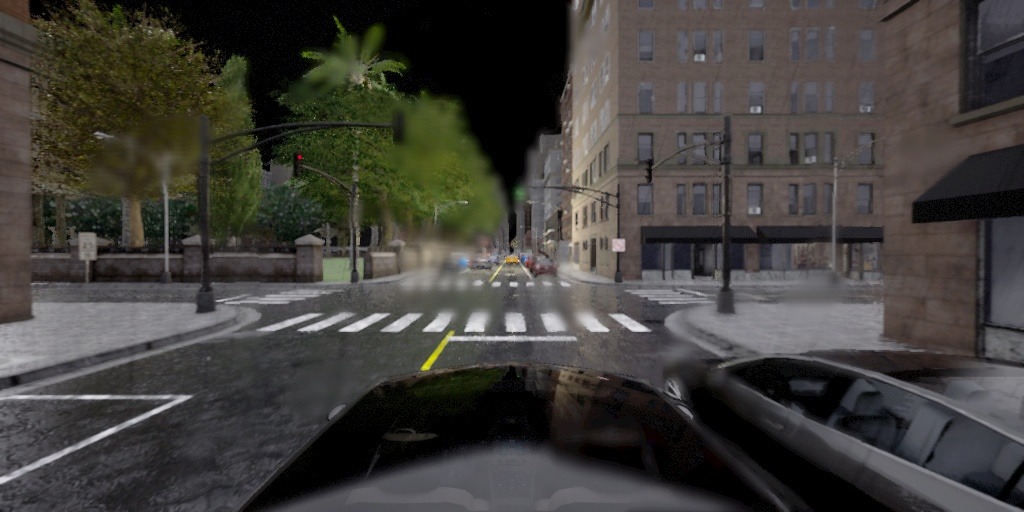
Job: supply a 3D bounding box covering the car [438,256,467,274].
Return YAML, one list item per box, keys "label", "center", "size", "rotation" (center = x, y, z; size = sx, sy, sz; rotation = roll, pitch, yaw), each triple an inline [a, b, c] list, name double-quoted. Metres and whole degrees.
- label: "car"
  center: [-5.859, 0.936, 34.503]
  size: [1.948, 1.339, 4.313]
  rotation: [0, 0, 0]

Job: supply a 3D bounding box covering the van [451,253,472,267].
- label: "van"
  center: [-5.859, 0.649, 39.909]
  size: [1.690, 1.789, 3.998]
  rotation: [0, 0, 0]

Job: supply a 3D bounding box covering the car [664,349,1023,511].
- label: "car"
  center: [2.668, 1.306, 2.515]
  size: [1.948, 1.339, 4.313]
  rotation: [0, 0, 0]

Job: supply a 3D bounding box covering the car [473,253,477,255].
- label: "car"
  center: [-5.860, 0.685, 45.317]
  size: [1.967, 1.591, 4.097]
  rotation: [0, 0, 0]

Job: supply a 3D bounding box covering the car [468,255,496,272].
- label: "car"
  center: [-3.086, 0.897, 37.681]
  size: [1.994, 1.385, 4.181]
  rotation: [0, 1, 0]

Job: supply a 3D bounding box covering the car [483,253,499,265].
- label: "car"
  center: [-3.042, 0.650, 55.771]
  size: [1.812, 1.442, 4.674]
  rotation: [0, 1, 1]

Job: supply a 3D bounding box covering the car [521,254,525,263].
- label: "car"
  center: [2.666, 0.765, 50.710]
  size: [1.802, 1.307, 4.207]
  rotation: [0, 0, 0]

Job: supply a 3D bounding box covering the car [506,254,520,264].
- label: "car"
  center: [-0.002, 0.557, 59.662]
  size: [1.882, 1.535, 5.008]
  rotation: [0, 1, 0]

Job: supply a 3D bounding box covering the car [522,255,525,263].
- label: "car"
  center: [2.666, 0.791, 45.302]
  size: [1.888, 1.381, 4.507]
  rotation: [0, 0, 0]

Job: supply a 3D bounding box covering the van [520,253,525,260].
- label: "van"
  center: [2.665, 0.399, 61.526]
  size: [1.690, 1.789, 3.998]
  rotation: [0, 0, 0]

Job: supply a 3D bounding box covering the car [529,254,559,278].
- label: "car"
  center: [2.667, 0.873, 29.078]
  size: [1.967, 1.591, 4.097]
  rotation: [0, 0, 0]

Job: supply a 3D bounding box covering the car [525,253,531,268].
- label: "car"
  center: [2.666, 0.685, 34.486]
  size: [2.192, 1.841, 5.009]
  rotation: [0, 0, 0]
